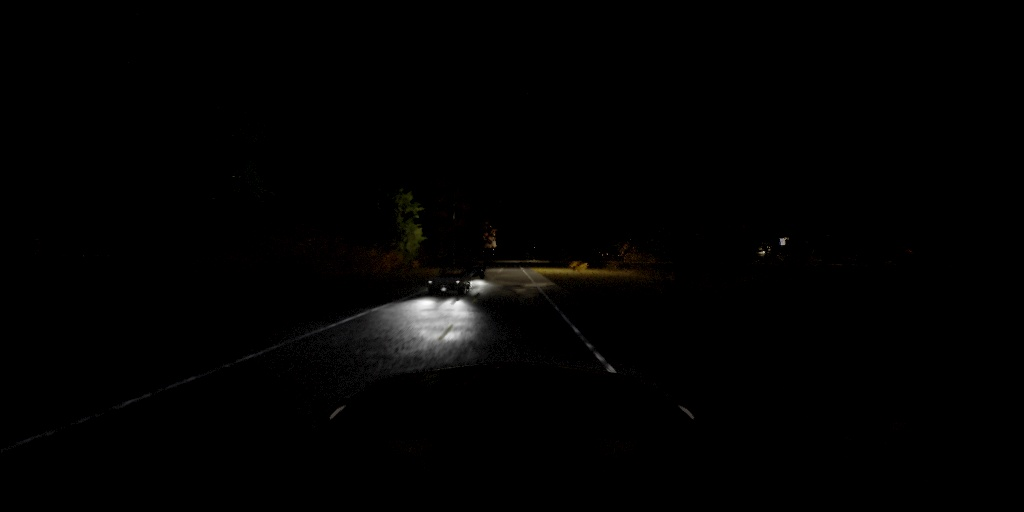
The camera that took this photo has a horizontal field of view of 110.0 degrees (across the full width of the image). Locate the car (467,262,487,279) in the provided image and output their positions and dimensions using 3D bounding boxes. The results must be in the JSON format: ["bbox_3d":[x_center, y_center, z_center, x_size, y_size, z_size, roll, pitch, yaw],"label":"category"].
[{"bbox_3d":[-3.499,1.369,34.550,2.128,1.511,4.902,0,0,0],"label":"car"}]

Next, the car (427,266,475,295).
[{"bbox_3d":[-3.499,1.425,20.677,1.895,1.301,4.718,0,0,0],"label":"car"}]
